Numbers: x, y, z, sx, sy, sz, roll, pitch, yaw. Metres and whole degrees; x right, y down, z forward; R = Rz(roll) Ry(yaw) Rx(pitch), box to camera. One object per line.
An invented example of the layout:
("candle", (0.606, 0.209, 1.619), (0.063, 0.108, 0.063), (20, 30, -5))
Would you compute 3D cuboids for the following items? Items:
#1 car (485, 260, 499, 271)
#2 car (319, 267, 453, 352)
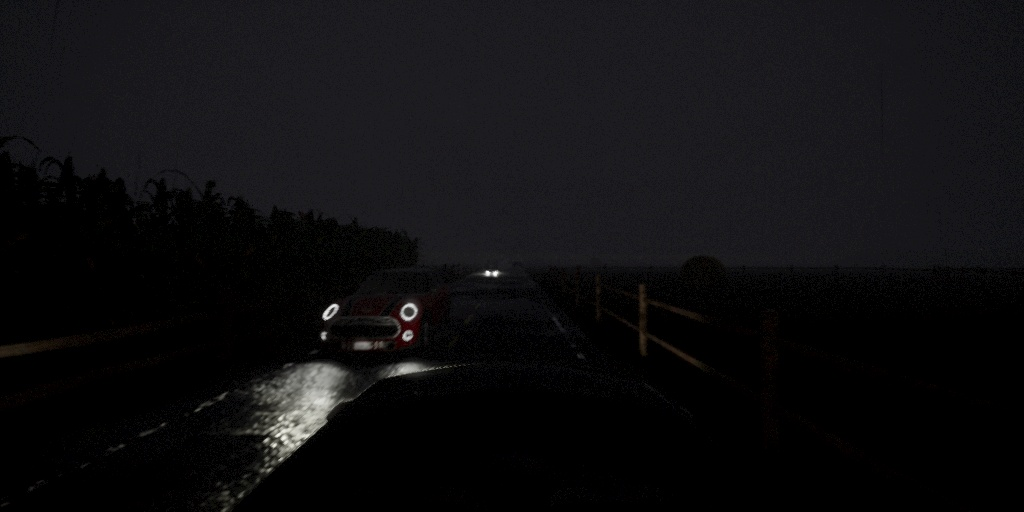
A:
("car", (-2.848, 1.321, 51.496), (2.128, 1.511, 4.902), (0, 0, 0))
("car", (-2.843, 1.116, 9.061), (2.097, 1.767, 4.553), (0, 0, 0))
